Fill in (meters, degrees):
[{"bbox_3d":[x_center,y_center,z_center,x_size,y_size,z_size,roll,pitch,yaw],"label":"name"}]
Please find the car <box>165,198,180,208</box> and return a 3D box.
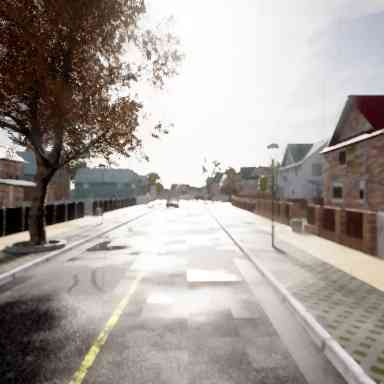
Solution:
[{"bbox_3d":[-2.762,1.606,48.702,2.033,1.411,5.357,0,0,1],"label":"car"}]
